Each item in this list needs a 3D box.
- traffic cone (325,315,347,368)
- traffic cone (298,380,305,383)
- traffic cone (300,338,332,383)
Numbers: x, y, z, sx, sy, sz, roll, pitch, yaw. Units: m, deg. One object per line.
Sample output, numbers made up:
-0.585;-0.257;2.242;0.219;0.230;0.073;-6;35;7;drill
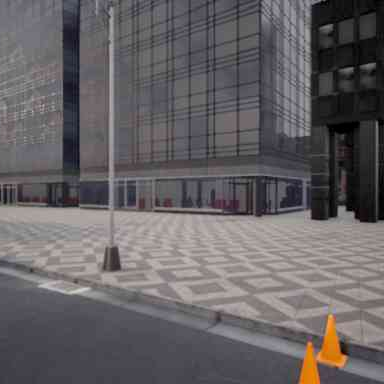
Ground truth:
1.873;1.955;4.476;0.340;0.580;0.340;0;0;35;traffic cone
0.719;1.955;2.842;0.340;0.580;0.340;0;0;35;traffic cone
1.296;1.955;3.659;0.340;0.580;0.340;0;0;35;traffic cone
